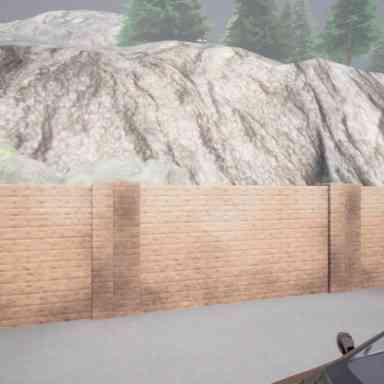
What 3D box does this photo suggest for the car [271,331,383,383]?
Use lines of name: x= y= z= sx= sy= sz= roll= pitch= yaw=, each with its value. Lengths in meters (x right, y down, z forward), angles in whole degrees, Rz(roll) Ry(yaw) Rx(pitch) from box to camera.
car: x=2.164 y=1.492 z=1.911 sx=4.902 sy=1.511 sz=2.128 roll=0 pitch=0 yaw=-18
